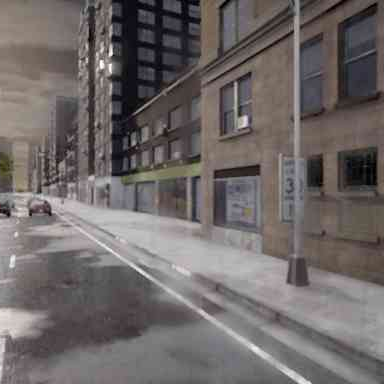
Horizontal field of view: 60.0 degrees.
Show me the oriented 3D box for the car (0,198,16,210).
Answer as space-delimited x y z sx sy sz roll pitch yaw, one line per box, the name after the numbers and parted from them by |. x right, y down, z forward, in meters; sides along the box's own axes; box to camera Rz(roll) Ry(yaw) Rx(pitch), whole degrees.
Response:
-22.570 1.408 40.360 1.895 1.301 4.718 0 0 -26 | car

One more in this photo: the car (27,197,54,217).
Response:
-13.794 1.403 30.260 1.812 1.442 4.674 0 0 -26 | car

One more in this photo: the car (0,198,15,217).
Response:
-16.716 1.370 28.860 1.837 1.490 4.892 0 0 -26 | car
